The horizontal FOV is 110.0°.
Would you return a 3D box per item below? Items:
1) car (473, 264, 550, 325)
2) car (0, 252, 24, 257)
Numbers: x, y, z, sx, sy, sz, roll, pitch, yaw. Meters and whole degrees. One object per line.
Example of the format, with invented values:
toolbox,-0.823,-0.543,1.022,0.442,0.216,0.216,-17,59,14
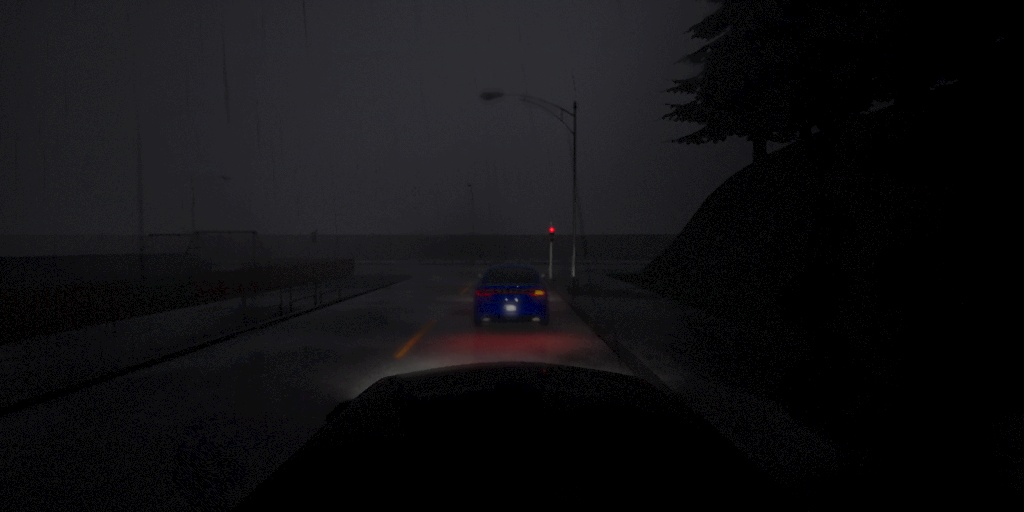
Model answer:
car,-0.005,0.954,10.591,1.882,1.535,5.008,0,2,0
car,-43.718,0.357,30.592,5.008,1.535,1.882,0,2,0
